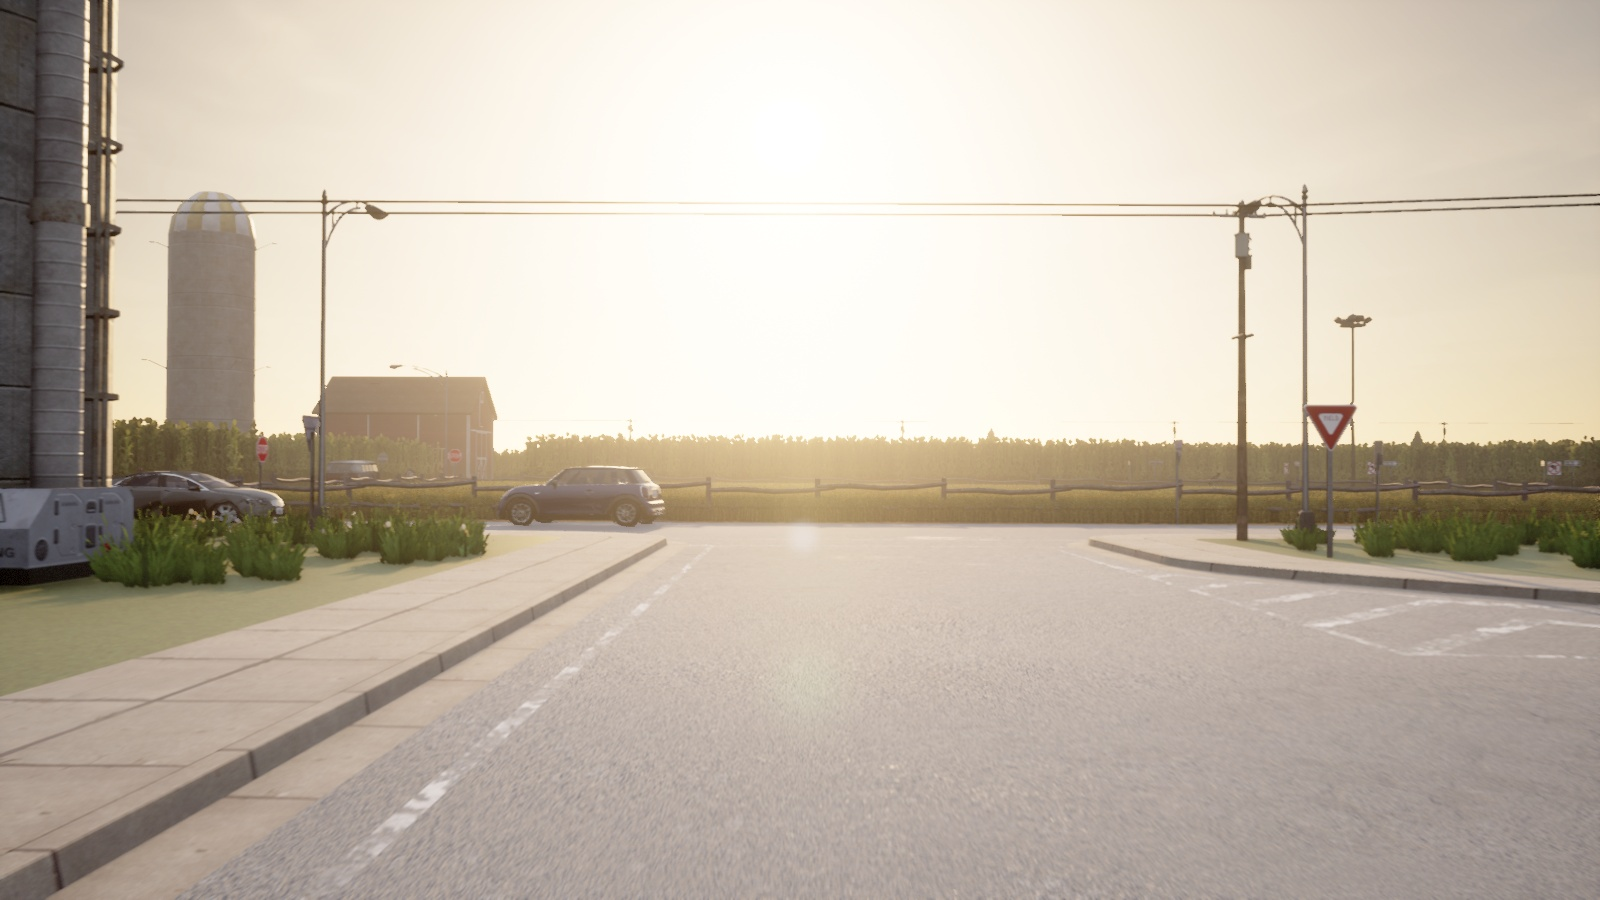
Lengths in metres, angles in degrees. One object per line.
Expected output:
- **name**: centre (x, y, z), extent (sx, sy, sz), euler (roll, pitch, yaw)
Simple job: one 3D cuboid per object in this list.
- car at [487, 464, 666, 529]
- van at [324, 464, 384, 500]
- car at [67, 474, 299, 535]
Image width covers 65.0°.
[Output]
- **car**: centre (-6.271, 1.292, 35.491), extent (4.553, 1.767, 2.097), euler (0, -1, 8)
- **van**: centre (-25.163, 1.779, 70.960), extent (1.775, 1.987, 4.442), euler (0, -1, 1)
- **car**: centre (-15.717, 1.372, 32.178), extent (4.902, 1.511, 2.128), euler (0, -1, 2)
